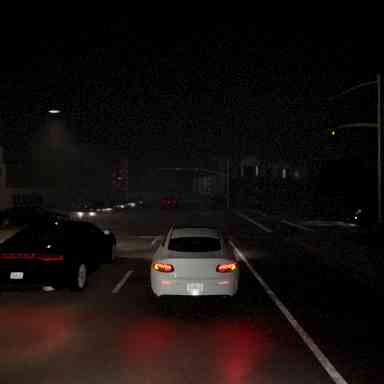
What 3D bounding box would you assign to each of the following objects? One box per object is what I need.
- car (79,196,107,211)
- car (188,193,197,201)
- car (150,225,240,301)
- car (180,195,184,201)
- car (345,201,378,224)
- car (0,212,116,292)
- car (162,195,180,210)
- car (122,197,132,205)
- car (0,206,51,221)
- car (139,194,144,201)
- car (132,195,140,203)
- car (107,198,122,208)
[{"bbox_3d":[-14.085,1.606,46.906,2.150,2.045,5.566,0,-1,0],"label":"car"},{"bbox_3d":[0.022,1.417,89.352,2.150,2.045,5.566,0,-1,0],"label":"car"},{"bbox_3d":[0.069,1.540,8.224,1.812,1.442,4.674,0,0,0],"label":"car"},{"bbox_3d":[-3.478,1.716,89.317,2.128,1.511,4.902,0,-1,0],"label":"car"},{"bbox_3d":[14.255,1.491,25.542,4.553,1.767,2.097,0,-1,0],"label":"car"},{"bbox_3d":[-3.427,1.498,9.011,1.882,1.535,5.008,0,0,0],"label":"car"},{"bbox_3d":[-3.369,1.645,51.870,2.150,2.045,5.566,0,-1,0],"label":"car"},{"bbox_3d":[-13.995,1.912,66.523,2.033,1.411,5.357,0,1,1],"label":"car"},{"bbox_3d":[-10.529,1.644,22.036,4.674,1.442,1.812,0,-1,0],"label":"car"},{"bbox_3d":[-13.979,1.541,87.100,2.097,1.767,4.553,0,0,0],"label":"car"},{"bbox_3d":[-13.981,1.819,76.803,1.895,1.301,4.718,0,1,0],"label":"car"},{"bbox_3d":[-14.067,1.920,56.750,2.128,1.511,4.902,0,0,0],"label":"car"}]
